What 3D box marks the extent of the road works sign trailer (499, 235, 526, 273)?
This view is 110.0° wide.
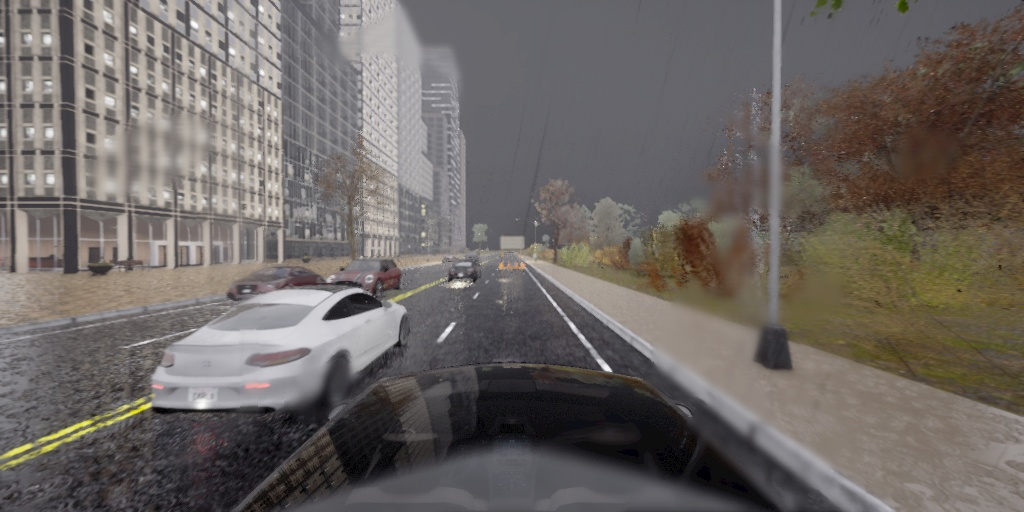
[{"bbox_3d":[0.000,-0.230,34.072,2.380,3.560,2.880,0,0,0],"label":"road works sign trailer"}]

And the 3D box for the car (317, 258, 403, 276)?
[{"bbox_3d":[-6.592,0.898,16.499,2.097,1.767,4.553,0,1,0],"label":"car"}]

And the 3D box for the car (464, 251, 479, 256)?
[{"bbox_3d":[-6.533,0.197,58.610,2.150,2.045,5.566,0,1,1],"label":"car"}]

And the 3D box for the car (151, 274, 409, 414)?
[{"bbox_3d":[-3.149,1.217,5.956,1.812,1.442,4.674,0,1,0],"label":"car"}]

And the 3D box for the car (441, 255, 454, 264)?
[{"bbox_3d":[-9.799,0.567,56.496,1.994,1.385,4.181,0,1,1],"label":"car"}]

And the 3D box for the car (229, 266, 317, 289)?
[{"bbox_3d":[-9.843,1.126,15.349,1.994,1.385,4.181,0,1,0],"label":"car"}]

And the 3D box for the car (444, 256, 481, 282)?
[{"bbox_3d":[-3.151,0.963,24.389,1.812,1.442,4.674,0,1,0],"label":"car"}]
